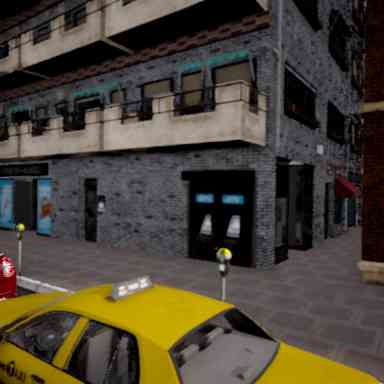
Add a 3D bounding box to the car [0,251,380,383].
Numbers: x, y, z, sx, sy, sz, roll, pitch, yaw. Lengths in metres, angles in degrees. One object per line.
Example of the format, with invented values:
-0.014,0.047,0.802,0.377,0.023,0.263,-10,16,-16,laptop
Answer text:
-0.788,1.507,3.267,4.829,1.417,1.752,1,1,35,car
